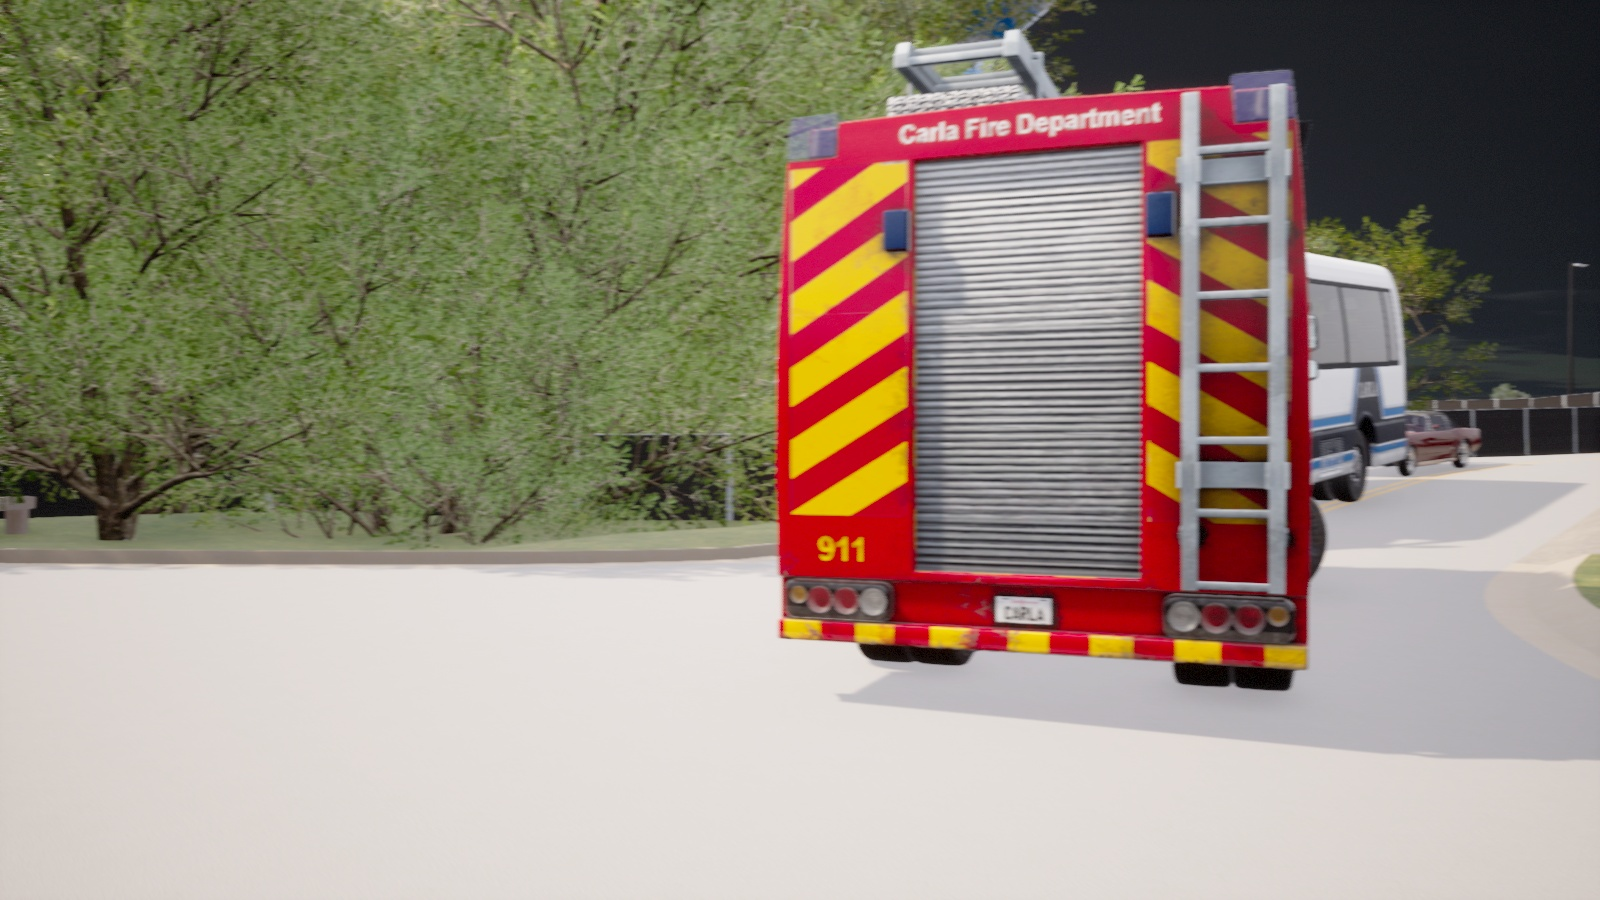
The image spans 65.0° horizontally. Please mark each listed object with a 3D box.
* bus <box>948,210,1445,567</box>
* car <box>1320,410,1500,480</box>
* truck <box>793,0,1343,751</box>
[{"bbox_3d":[6.917,-1.057,20.155,3.944,4.253,10.273,0,4,40],"label":"bus"},{"bbox_3d":[13.456,-0.160,27.559,4.718,1.301,1.895,-4,3,-42],"label":"car"},{"bbox_3d":[2.839,-0.452,10.651,2.891,3.827,8.468,0,0,21],"label":"truck"}]
